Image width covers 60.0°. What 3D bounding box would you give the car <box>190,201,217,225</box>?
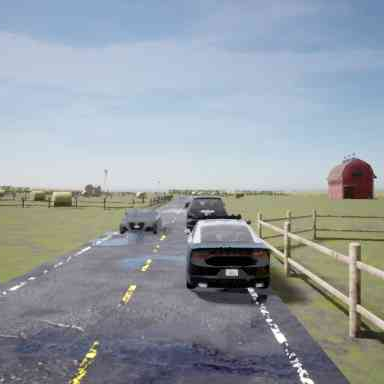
[{"bbox_3d":[0.765,1.501,25.206,1.837,1.490,4.892,0,0,0],"label":"car"}]

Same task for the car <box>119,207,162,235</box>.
[{"bbox_3d":[-2.794,1.562,18.799,1.994,1.385,4.181,0,0,0],"label":"car"}]

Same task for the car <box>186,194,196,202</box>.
[{"bbox_3d":[-0.165,1.257,71.649,2.097,1.767,4.553,0,0,0],"label":"car"}]

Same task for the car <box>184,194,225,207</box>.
[{"bbox_3d":[0.779,1.222,19.236,2.150,2.045,5.566,0,0,0],"label":"car"}]

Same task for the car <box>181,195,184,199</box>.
[{"bbox_3d":[-0.078,1.540,46.056,2.033,1.411,5.357,0,0,0],"label":"car"}]

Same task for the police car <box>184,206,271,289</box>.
[{"bbox_3d":[0.802,1.424,9.316,1.930,1.638,5.238,0,0,0],"label":"police car"}]
